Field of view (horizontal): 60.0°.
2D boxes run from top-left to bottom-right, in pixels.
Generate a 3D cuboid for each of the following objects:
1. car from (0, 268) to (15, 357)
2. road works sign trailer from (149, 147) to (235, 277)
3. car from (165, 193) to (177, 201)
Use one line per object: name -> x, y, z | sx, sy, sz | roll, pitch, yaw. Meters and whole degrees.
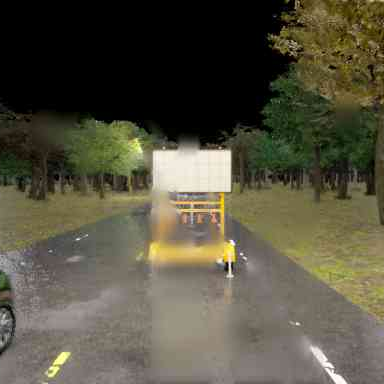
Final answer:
car -> -3.600, 1.349, 2.885 | 2.097, 1.767, 4.553 | 0, 0, 0
road works sign trailer -> 0.000, 0.434, 10.088 | 2.380, 3.560, 2.880 | 0, 0, 0
car -> -3.498, 0.710, 55.402 | 1.837, 1.490, 4.892 | 0, 2, 0
